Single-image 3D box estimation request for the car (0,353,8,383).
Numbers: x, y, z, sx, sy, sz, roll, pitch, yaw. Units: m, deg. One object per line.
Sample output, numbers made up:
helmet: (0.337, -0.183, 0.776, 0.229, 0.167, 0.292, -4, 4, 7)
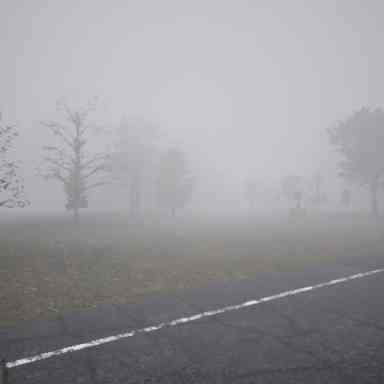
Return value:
car: (-3.800, 1.196, 1.129, 5.566, 2.045, 2.150, 1, 0, -36)
